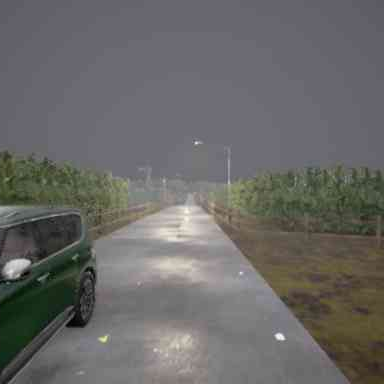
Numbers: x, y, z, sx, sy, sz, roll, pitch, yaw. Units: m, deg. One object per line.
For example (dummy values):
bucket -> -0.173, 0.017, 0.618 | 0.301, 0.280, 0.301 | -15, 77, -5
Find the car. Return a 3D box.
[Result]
car -> -2.840, 1.237, 4.133 | 2.150, 2.045, 5.566 | 0, 0, 0
